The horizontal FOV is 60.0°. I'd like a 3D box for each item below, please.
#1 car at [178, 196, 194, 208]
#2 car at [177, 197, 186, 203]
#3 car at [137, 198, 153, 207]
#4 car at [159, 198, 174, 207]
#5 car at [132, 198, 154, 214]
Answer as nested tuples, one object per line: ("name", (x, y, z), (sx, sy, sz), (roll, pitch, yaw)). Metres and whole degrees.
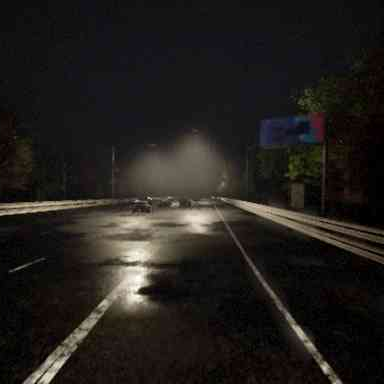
("car", (-1.127, 1.890, 57.671), (1.837, 1.490, 4.892), (1, 0, 3))
("car", (-2.918, 2.161, 93.604), (1.882, 1.535, 5.008), (1, -1, 3))
("car", (-8.109, 1.830, 58.126), (1.837, 1.490, 4.892), (1, 0, 3))
("car", (-4.617, 1.901, 57.879), (2.033, 1.411, 5.357), (1, 0, 3))
("car", (-5.558, 1.732, 38.132), (1.812, 1.442, 4.674), (1, 0, 3))
